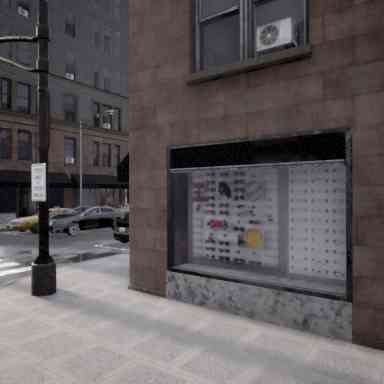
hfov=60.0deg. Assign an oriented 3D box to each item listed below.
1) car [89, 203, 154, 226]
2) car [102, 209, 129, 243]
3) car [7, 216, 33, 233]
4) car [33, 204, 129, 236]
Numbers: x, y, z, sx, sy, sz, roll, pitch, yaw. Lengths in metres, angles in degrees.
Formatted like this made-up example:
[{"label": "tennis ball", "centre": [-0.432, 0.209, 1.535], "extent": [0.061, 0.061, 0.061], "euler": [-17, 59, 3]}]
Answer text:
[{"label": "car", "centre": [-5.008, 1.585, 24.256], "extent": [2.008, 1.369, 4.403], "euler": [0, 0, 35]}, {"label": "car", "centre": [-1.622, 1.561, 15.182], "extent": [1.947, 1.339, 4.313], "euler": [0, 0, 35]}, {"label": "car", "centre": [-8.250, 1.555, 19.711], "extent": [1.752, 1.417, 4.829], "euler": [0, 0, 35]}, {"label": "car", "centre": [-5.868, 1.511, 18.694], "extent": [2.128, 1.511, 4.902], "euler": [0, 0, 36]}]
